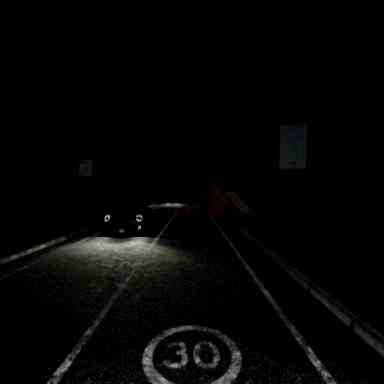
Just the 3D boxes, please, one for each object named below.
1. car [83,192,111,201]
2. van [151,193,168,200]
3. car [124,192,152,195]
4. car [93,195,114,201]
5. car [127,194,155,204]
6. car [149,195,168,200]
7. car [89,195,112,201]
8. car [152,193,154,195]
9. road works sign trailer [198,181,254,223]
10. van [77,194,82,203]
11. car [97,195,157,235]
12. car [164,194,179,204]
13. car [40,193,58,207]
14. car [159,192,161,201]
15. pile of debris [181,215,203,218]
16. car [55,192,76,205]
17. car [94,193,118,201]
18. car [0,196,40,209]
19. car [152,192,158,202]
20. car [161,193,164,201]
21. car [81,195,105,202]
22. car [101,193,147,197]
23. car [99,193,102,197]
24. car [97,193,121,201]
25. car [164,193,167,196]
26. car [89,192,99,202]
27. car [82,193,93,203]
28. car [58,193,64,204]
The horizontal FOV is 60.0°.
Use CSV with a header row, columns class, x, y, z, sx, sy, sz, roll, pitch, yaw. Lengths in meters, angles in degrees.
class,x,y,z,sx,sy,sz,roll,pitch,yaw
car,-21.918,1.128,76.884,5.566,2.045,2.435,0,0,0
van,-8.769,1.257,91.087,4.442,1.987,1.878,0,0,0
car,-8.875,1.004,46.238,5.566,2.045,2.435,0,0,0
car,-21.951,1.454,82.329,4.674,1.452,2.002,0,0,0
car,-8.813,1.156,57.449,4.553,1.767,2.185,0,0,0
car,-8.911,1.489,88.282,4.792,1.488,2.163,0,0,0
car,-21.945,1.397,79.669,5.008,1.535,2.097,0,0,0
car,-8.850,1.263,51.842,4.892,1.521,2.231,0,0,0
road works sign trailer,2.366,0.951,22.831,3.560,2.880,2.380,-5,45,-44
van,-22.041,1.056,57.387,4.442,1.987,1.878,0,0,0
car,-3.349,1.259,18.064,2.097,1.767,4.553,0,0,0
car,-3.297,1.425,58.935,1.895,1.301,4.718,0,0,1
car,-21.931,1.254,46.250,5.008,1.535,2.097,0,0,0
car,-8.843,1.310,63.056,4.892,1.521,2.231,0,0,0
pile of debris,-0.001,2.023,27.984,1.860,0.140,1.500,0,0,0
car,-21.893,1.146,54.606,4.553,1.767,2.185,0,0,0
car,-21.929,1.185,85.239,5.566,2.045,2.435,0,0,0
car,-21.924,1.261,40.682,5.008,1.535,2.097,0,0,0
car,-8.873,1.020,54.648,5.566,2.045,2.435,0,0,0
car,-8.850,1.336,68.663,5.008,1.535,2.097,0,0,0
car,-21.971,1.393,74.099,4.792,1.488,2.163,0,0,0
car,-8.842,1.258,43.437,4.892,1.521,2.231,0,0,0
car,-21.930,1.336,68.529,5.008,1.535,2.097,0,0,0
car,-21.933,1.206,87.901,5.566,2.045,2.435,0,0,0
car,-8.888,1.099,71.467,5.566,2.045,2.435,0,0,0
car,-21.746,1.320,65.743,5.366,1.575,1.946,0,0,0
car,-21.926,1.349,62.958,4.674,1.452,2.002,0,0,0
car,-21.927,1.297,49.037,4.674,1.452,2.002,0,0,0
